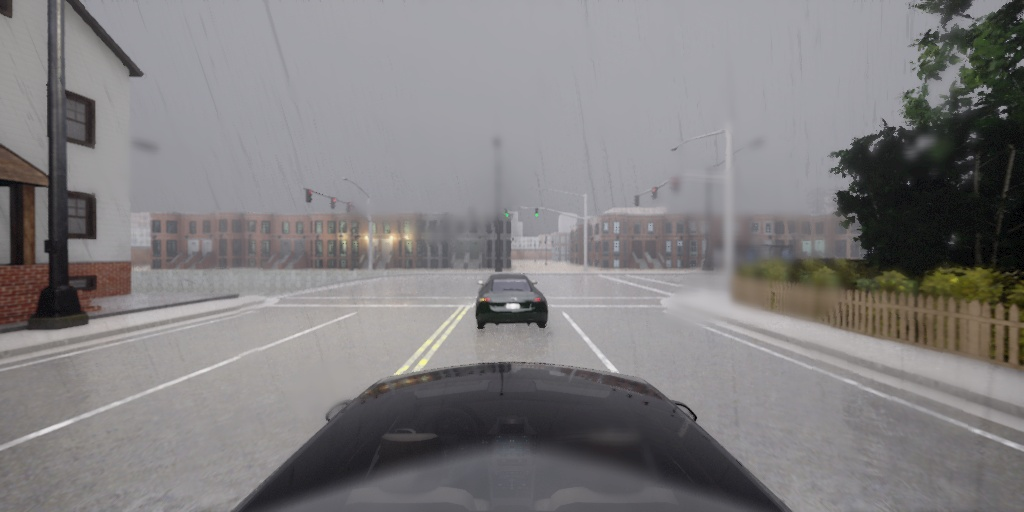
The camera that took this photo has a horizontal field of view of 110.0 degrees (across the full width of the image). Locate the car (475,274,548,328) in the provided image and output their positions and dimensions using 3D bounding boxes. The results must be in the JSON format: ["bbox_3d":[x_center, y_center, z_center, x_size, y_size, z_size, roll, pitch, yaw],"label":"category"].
[{"bbox_3d":[-0.118,1.240,11.179,1.994,1.385,4.181,0,1,-4],"label":"car"}]
